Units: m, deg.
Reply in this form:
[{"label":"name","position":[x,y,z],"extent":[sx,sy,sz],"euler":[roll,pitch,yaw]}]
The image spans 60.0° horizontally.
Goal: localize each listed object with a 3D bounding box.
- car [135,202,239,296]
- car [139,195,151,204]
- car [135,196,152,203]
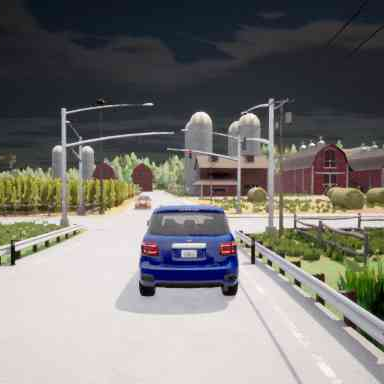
[{"label":"car","position":[-0.106,1.367,9.096],"extent":[2.150,2.045,5.566],"euler":[0,-2,-1]},{"label":"car","position":[-8.214,1.325,58.239],"extent":[1.994,1.385,4.181],"euler":[0,1,-8]},{"label":"car","position":[-6.374,1.345,43.553],"extent":[2.097,1.767,4.553],"euler":[0,1,-7]}]
